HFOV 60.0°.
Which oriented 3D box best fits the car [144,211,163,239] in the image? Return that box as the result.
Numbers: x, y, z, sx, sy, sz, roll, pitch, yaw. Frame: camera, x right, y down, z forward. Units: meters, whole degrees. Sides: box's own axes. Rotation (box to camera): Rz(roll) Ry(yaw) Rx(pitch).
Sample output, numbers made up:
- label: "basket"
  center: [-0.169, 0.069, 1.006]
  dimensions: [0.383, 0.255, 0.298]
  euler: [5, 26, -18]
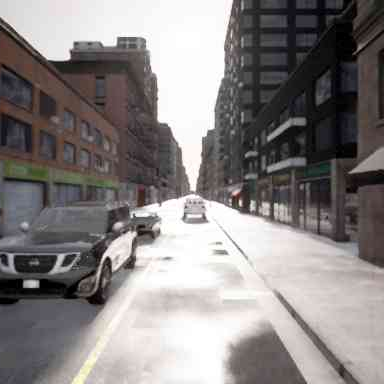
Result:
- label: "car"
  center: [-2.763, 1.758, 18.591]
  dimensions: [1.895, 1.301, 4.718]
  euler: [0, -1, 0]

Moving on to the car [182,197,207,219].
- label: "car"
  center: [0.240, 1.509, 32.210]
  dimensions: [2.150, 2.045, 5.566]
  euler: [0, 0, 0]

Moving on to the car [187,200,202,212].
- label: "car"
  center: [0.303, 1.886, 45.710]
  dimensions: [1.882, 1.535, 5.008]
  euler: [0, 0, 0]

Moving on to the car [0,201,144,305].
- label: "car"
  center: [-2.817, 1.291, 8.617]
  dimensions: [2.150, 2.045, 5.566]
  euler: [0, 0, 0]
